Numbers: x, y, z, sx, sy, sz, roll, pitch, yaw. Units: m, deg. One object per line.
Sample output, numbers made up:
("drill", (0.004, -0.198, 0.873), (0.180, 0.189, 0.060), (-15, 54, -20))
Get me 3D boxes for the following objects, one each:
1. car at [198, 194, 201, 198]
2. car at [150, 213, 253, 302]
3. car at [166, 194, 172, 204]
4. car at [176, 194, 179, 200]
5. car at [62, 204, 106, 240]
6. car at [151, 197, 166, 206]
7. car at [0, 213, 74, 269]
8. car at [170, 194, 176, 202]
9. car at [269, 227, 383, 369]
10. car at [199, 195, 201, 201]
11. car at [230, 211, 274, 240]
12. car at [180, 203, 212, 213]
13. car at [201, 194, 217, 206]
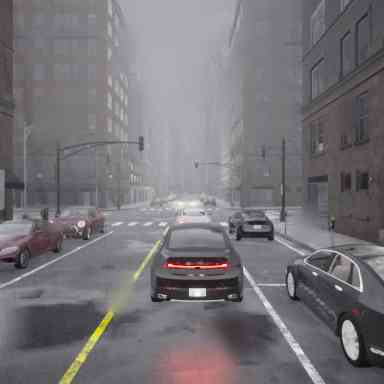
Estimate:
("car", (2.936, 1.523, 75.287), (1.967, 1.590, 4.097), (0, 0, 0))
("car", (0.099, 1.505, 8.226), (1.837, 1.490, 4.892), (0, 0, 0))
("car", (-5.608, 1.606, 64.482), (2.008, 1.369, 4.403), (0, 0, 0))
("car", (-5.558, 1.456, 91.525), (2.192, 1.841, 5.009), (0, 0, 0))
("car", (-5.668, 1.441, 16.562), (1.967, 1.590, 4.097), (0, 0, 0))
("car", (-5.629, 1.617, 53.665), (1.802, 1.307, 4.206), (0, 0, 0))
("car", (-5.669, 1.582, 11.060), (1.802, 1.307, 4.206), (0, 0, 0))
("car", (-5.578, 1.625, 80.537), (1.752, 1.417, 4.829), (0, 0, 0))
("car", (2.856, 1.551, 5.558), (2.008, 1.369, 4.403), (0, 0, 0))
("car", (2.917, 1.606, 64.468), (2.008, 1.369, 4.403), (0, 0, 0))
("car", (2.857, 1.566, 16.561), (1.947, 1.339, 4.313), (0, 0, 0))
("car", (0.084, 1.526, 17.373), (1.812, 1.442, 4.674), (0, 0, -1))
("car", (2.895, 1.475, 53.651), (1.967, 1.590, 4.097), (0, 0, 0))
